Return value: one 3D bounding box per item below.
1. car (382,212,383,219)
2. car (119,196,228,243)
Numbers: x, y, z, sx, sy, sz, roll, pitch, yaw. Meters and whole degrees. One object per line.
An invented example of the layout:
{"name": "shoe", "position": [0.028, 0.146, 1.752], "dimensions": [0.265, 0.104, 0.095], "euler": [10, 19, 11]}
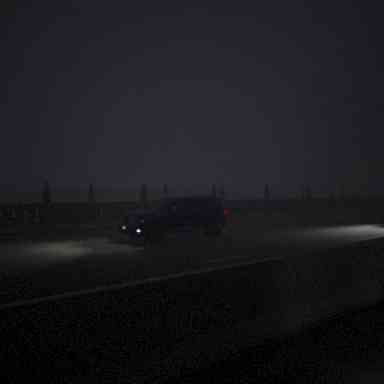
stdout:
{"name": "car", "position": [15.513, 1.606, 23.719], "dimensions": [4.718, 1.301, 1.895], "euler": [0, 0, -36]}
{"name": "car", "position": [-0.754, 1.222, 16.356], "dimensions": [5.566, 2.045, 2.150], "euler": [0, 0, -36]}
